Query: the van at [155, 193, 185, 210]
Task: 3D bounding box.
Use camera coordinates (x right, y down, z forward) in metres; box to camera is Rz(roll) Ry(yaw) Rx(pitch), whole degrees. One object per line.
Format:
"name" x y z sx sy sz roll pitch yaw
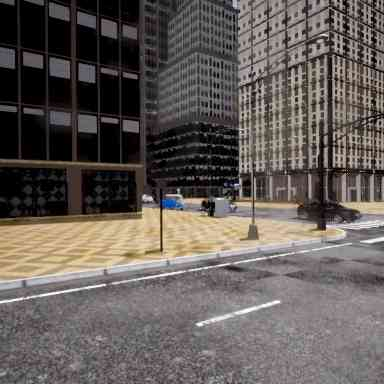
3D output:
"van" -2.389 1.211 39.506 1.690 1.788 3.998 0 0 -34

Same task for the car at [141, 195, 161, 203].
"car" -7.829 1.239 62.563 1.887 1.381 4.507 0 0 -34

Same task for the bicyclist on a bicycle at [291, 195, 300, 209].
"bicyclist on a bicycle" 11.998 1.119 38.415 1.656 1.620 0.582 -1 1 -34

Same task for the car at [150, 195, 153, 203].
"car" -4.732 1.036 57.969 2.192 1.841 5.009 0 0 -34

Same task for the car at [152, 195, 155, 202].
"car" -3.201 1.349 45.349 1.812 1.442 4.674 -1 1 -34

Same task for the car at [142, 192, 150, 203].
"car" -8.554 1.254 58.998 1.812 1.442 4.674 -1 1 -34

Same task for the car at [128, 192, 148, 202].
"car" -10.927 0.982 67.155 2.192 1.841 5.009 0 0 -34

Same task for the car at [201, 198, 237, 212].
"car" 2.892 1.367 36.301 2.128 1.511 4.902 -1 0 -34

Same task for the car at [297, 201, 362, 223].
"car" 10.307 1.442 25.305 1.837 1.490 4.892 -1 1 -34
